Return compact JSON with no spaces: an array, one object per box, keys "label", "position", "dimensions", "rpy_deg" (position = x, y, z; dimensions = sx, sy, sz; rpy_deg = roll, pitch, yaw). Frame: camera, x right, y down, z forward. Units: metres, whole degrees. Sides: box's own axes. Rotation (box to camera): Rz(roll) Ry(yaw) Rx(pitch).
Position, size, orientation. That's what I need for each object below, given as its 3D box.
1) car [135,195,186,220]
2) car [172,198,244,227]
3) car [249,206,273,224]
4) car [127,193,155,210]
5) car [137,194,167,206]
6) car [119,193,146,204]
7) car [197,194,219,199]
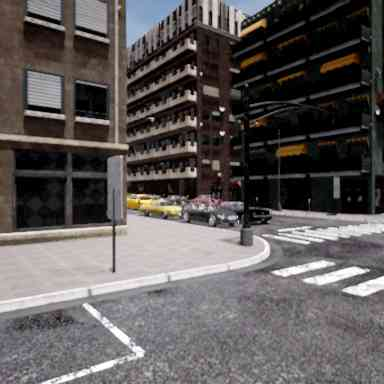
[{"label":"car","position":[-2.166,1.205,24.799],"dimensions":[1.752,1.417,4.829],"rpy_deg":[1,0,-36]},{"label":"car","position":[1.004,1.305,20.430],"dimensions":[2.008,1.369,4.403],"rpy_deg":[1,0,-36]},{"label":"car","position":[3.032,1.348,22.043],"dimensions":[1.895,1.301,4.718],"rpy_deg":[0,1,-36]},{"label":"car","position":[-4.899,1.039,32.959],"dimensions":[1.882,1.535,5.008],"rpy_deg":[0,2,-36]},{"label":"car","position":[-5.272,0.983,43.349],"dimensions":[2.008,1.369,4.403],"rpy_deg":[1,0,-36]},{"label":"car","position":[-8.641,0.879,47.993],"dimensions":[1.752,1.417,4.829],"rpy_deg":[1,0,-36]},{"label":"car","position":[1.268,1.025,34.337],"dimensions":[1.967,1.590,4.097],"rpy_deg":[1,0,-36]}]
